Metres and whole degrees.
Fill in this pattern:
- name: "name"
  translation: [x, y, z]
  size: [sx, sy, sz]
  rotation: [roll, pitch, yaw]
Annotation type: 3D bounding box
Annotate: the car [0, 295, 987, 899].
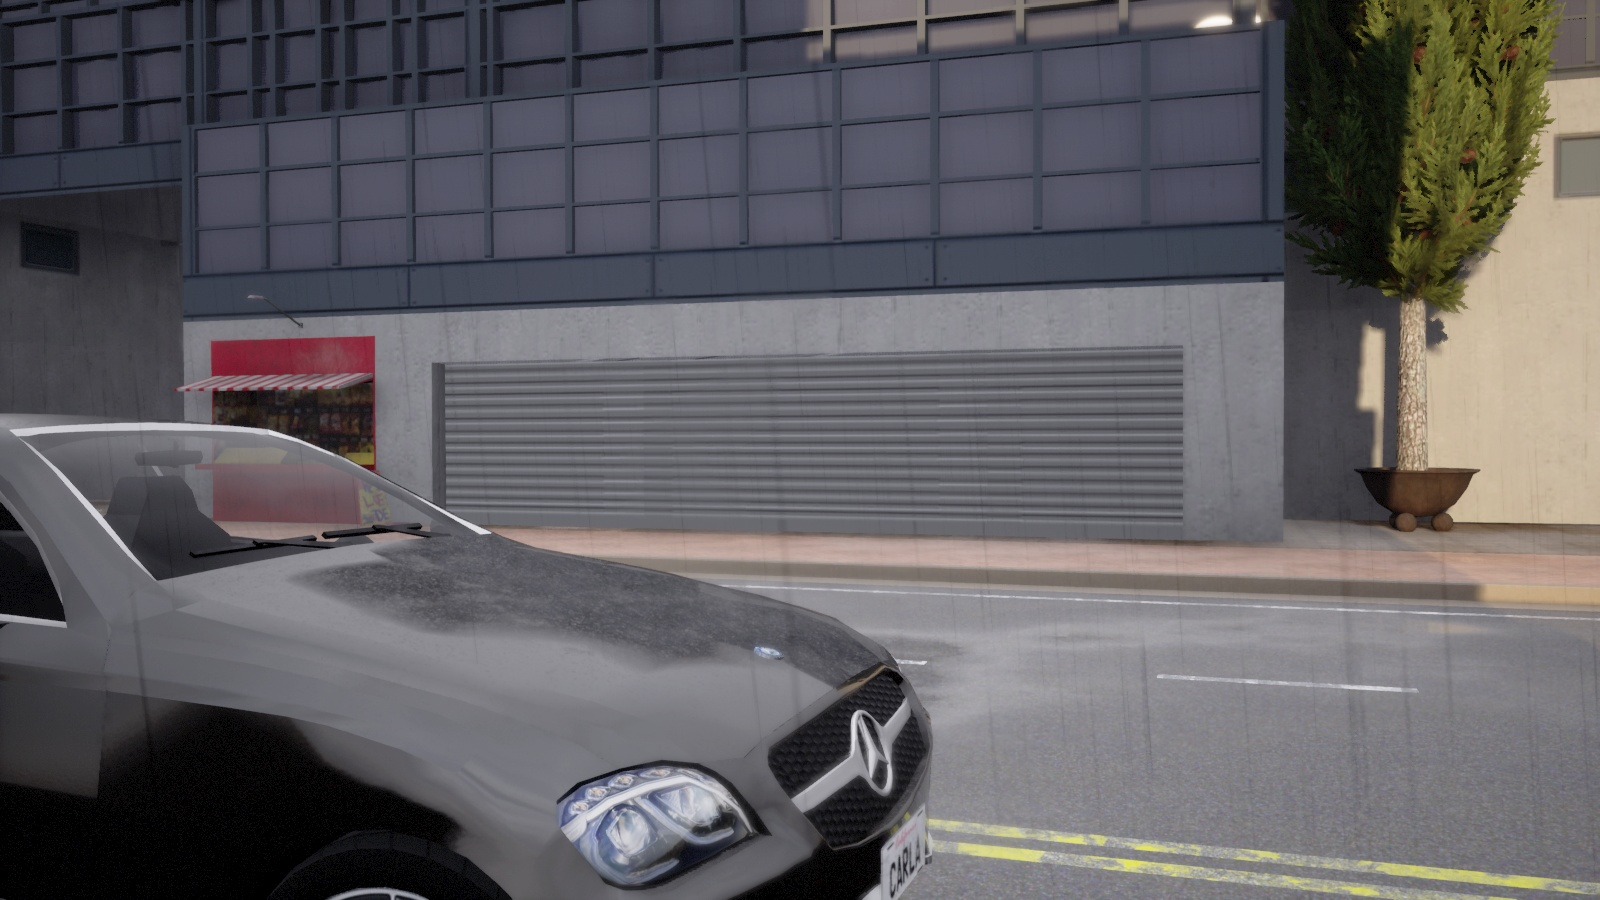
- name: "car"
  translation: [-2.120, 0.535, 3.904]
  size: [5.027, 1.651, 2.152]
  rotation: [1, 1, 19]
